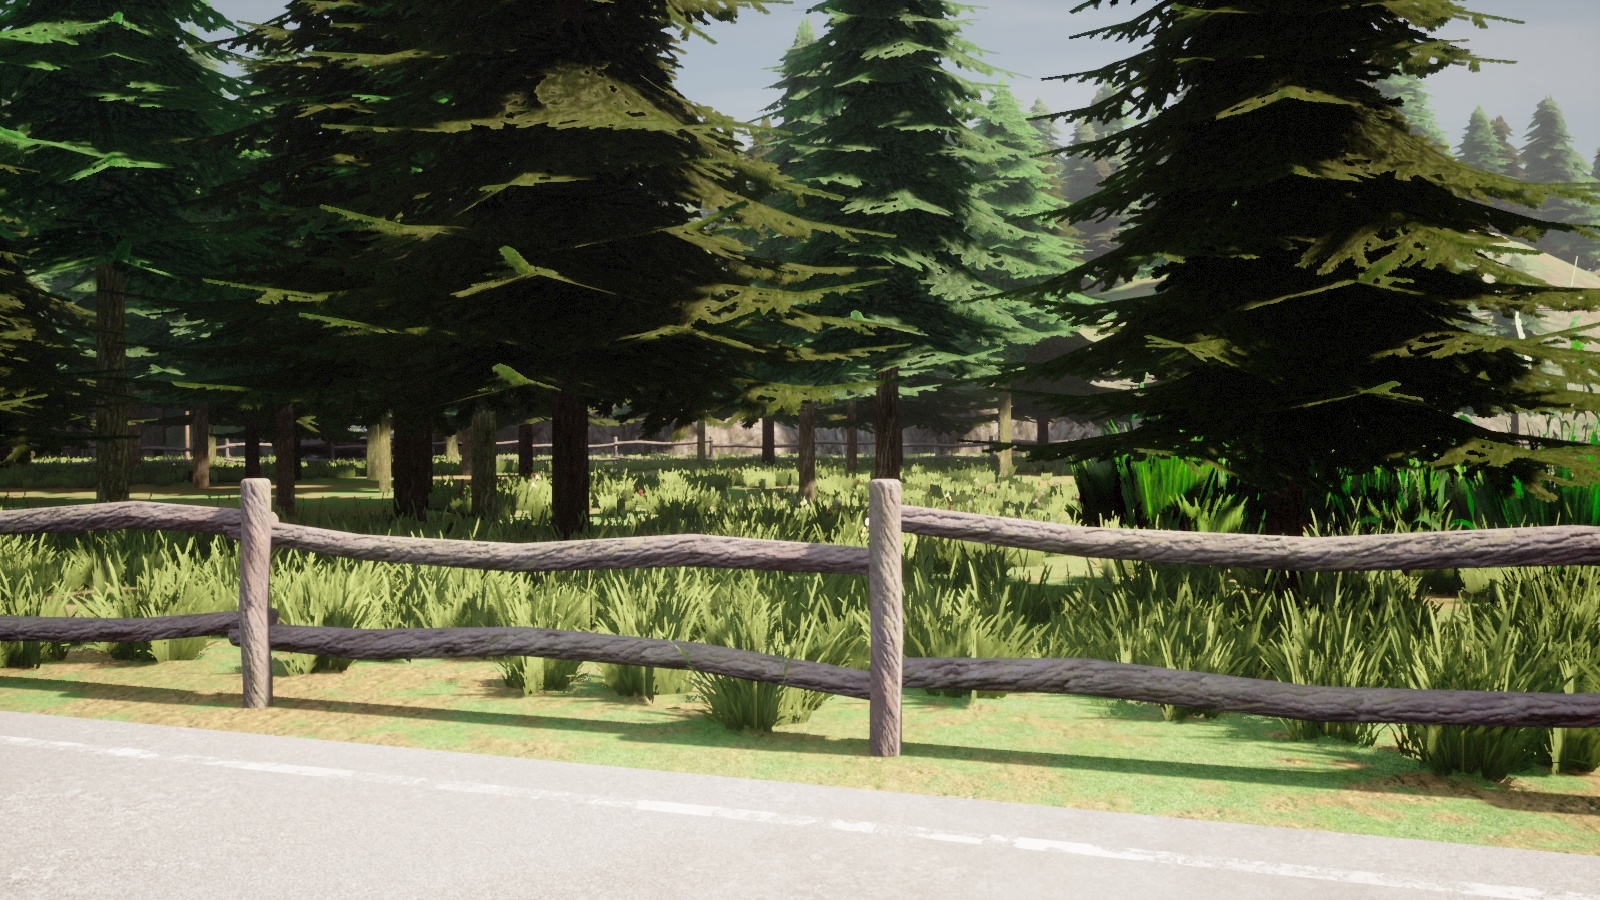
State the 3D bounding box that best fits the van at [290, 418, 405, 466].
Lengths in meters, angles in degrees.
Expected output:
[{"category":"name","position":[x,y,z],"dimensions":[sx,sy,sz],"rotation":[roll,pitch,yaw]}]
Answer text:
[{"category":"van","position":[-19.729,-0.369,54.930],"dimensions":[4.480,2.038,2.069],"rotation":[0,1,-11]}]
